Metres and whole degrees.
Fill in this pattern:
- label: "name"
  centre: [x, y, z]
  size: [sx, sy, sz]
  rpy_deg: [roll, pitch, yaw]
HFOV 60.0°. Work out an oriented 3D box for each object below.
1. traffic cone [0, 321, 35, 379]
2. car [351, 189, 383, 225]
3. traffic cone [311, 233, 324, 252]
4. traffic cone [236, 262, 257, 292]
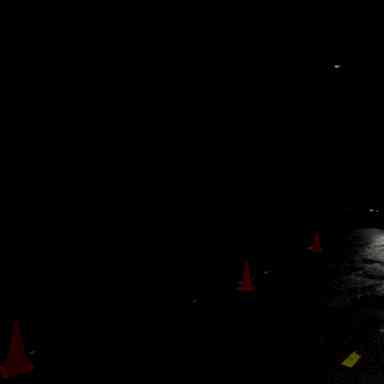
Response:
- label: "traffic cone"
  centre: [-2.172, 1.902, 4.122]
  size: [0.340, 0.580, 0.340]
  rpy_deg: [-1, 1, -39]
- label: "car"
  centre: [9.281, 0.633, 16.634]
  size: [2.128, 1.511, 4.902]
  rpy_deg: [-1, 4, 16]
- label: "traffic cone"
  centre: [4.072, 1.628, 10.838]
  size: [0.340, 0.580, 0.340]
  rpy_deg: [0, 3, 35]
- label: "traffic cone"
  centre: [1.192, 1.817, 7.256]
  size: [0.340, 0.580, 0.340]
  rpy_deg: [0, 2, 43]
